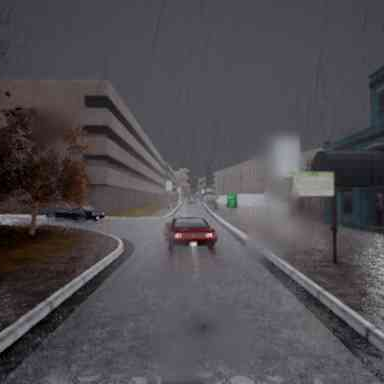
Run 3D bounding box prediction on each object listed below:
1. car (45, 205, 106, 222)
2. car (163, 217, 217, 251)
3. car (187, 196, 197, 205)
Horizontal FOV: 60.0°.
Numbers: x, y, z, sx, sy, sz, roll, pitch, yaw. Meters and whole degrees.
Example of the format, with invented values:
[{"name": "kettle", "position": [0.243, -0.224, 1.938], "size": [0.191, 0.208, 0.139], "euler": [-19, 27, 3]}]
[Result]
[{"name": "car", "position": [-9.474, 1.704, 26.954], "size": [4.718, 1.301, 1.895], "euler": [1, -2, 22]}, {"name": "car", "position": [-0.249, 1.744, 14.930], "size": [1.895, 1.301, 4.718], "euler": [0, -1, -8]}, {"name": "car", "position": [-0.002, 2.136, 75.523], "size": [2.033, 1.411, 5.357], "euler": [0, 0, 0]}]
